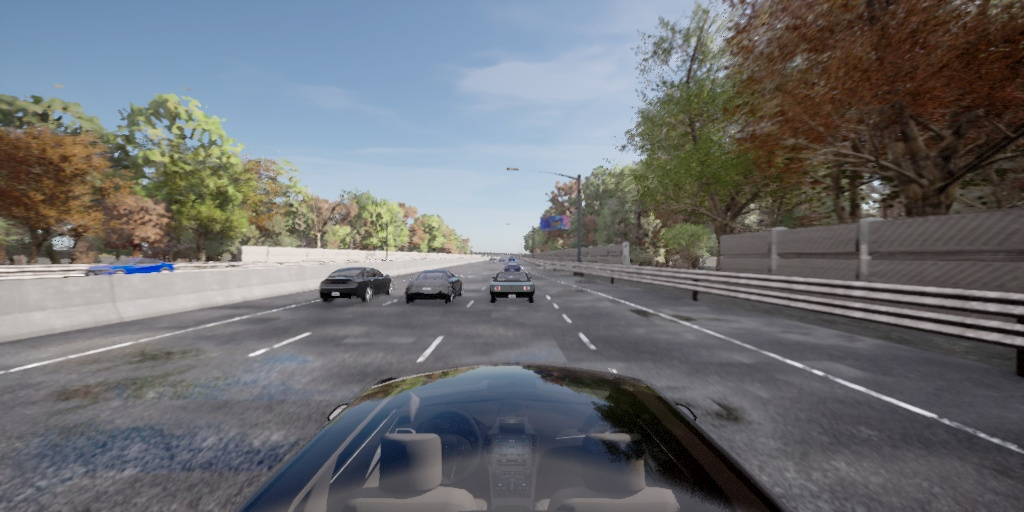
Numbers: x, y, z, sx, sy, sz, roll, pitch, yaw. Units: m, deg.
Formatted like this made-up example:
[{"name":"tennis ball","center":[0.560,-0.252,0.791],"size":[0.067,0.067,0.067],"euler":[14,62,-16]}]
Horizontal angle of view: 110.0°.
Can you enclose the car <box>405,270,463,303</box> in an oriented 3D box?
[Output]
[{"name":"car","center":[-3.495,1.322,16.727],"size":[1.994,1.385,4.181],"euler":[0,0,0]}]

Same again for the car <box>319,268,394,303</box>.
[{"name":"car","center":[-6.996,1.265,16.649],"size":[1.837,1.490,4.892],"euler":[0,0,0]}]

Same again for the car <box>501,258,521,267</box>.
[{"name":"car","center":[0.010,1.297,40.099],"size":[1.812,1.442,4.674],"euler":[0,0,0]}]

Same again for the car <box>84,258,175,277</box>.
[{"name":"car","center":[-27.373,0.895,25.907],"size":[1.882,1.535,5.008],"euler":[0,0,3]}]

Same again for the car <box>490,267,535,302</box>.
[{"name":"car","center":[0.006,1.359,16.902],"size":[1.895,1.301,4.718],"euler":[0,0,0]}]
